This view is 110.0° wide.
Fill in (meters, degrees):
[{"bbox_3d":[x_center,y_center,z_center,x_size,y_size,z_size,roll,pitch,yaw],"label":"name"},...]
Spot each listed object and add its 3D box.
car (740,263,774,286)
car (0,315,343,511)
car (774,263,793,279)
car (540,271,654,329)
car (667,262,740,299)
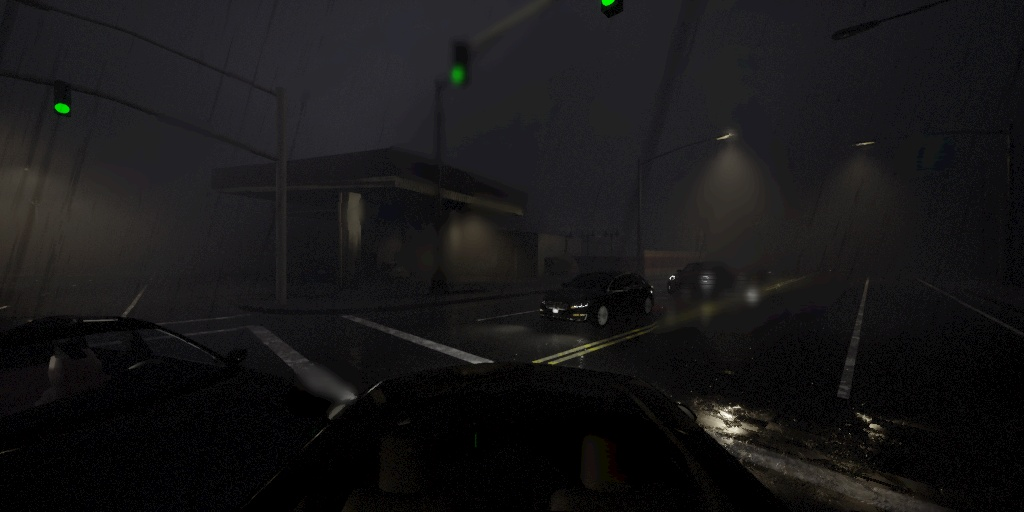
[{"bbox_3d":[16.688,1.314,25.277,1.994,1.385,4.181,0,0,44],"label":"car"},{"bbox_3d":[-3.417,1.242,2.536,4.902,1.511,2.128,0,0,15],"label":"car"},{"bbox_3d":[23.833,1.314,32.319,4.181,1.385,1.994,0,0,-44],"label":"car"},{"bbox_3d":[2.900,1.255,11.543,1.837,1.490,4.892,0,0,45],"label":"car"},{"bbox_3d":[9.750,1.102,18.378,4.553,1.767,2.097,0,0,-45],"label":"car"}]
